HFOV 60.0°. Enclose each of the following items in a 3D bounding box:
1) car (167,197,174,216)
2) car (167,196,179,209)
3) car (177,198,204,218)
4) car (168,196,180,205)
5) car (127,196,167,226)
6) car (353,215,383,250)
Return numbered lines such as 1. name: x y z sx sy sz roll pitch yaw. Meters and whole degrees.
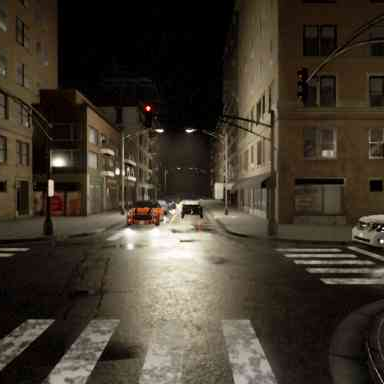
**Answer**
1. car: -3.163 1.525 32.557 2.033 1.411 5.357 0 0 0
2. car: -3.178 1.318 43.464 2.097 1.767 4.553 0 0 0
3. car: 0.019 1.471 30.057 2.128 1.511 4.902 0 0 0
4. car: -3.128 1.430 58.105 1.882 1.535 5.008 0 0 0
5. car: -3.143 1.339 23.060 2.097 1.767 4.553 0 0 0
6. car: 8.993 1.243 12.256 5.566 2.045 2.150 0 0 0
